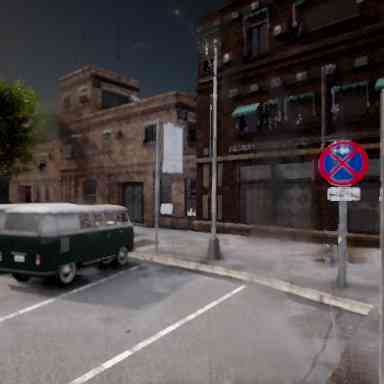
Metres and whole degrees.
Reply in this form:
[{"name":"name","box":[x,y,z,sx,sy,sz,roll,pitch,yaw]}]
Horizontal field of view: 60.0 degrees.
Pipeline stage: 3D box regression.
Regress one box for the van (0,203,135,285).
[{"name":"van","box":[-3.373,1.390,10.011,1.878,1.987,4.442,0,-2,21]}]
